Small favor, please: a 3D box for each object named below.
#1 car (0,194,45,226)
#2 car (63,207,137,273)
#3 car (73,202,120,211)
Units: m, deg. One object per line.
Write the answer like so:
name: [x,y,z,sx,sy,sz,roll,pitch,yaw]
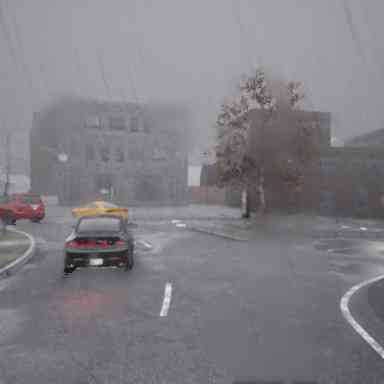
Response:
car: [-12.691,1.159,23.035,5.566,2.045,2.150,0,0,27]
car: [-2.845,1.466,10.620,1.837,1.490,4.892,0,0,-11]
car: [-6.402,1.403,22.796,5.008,1.535,1.882,0,-1,44]
